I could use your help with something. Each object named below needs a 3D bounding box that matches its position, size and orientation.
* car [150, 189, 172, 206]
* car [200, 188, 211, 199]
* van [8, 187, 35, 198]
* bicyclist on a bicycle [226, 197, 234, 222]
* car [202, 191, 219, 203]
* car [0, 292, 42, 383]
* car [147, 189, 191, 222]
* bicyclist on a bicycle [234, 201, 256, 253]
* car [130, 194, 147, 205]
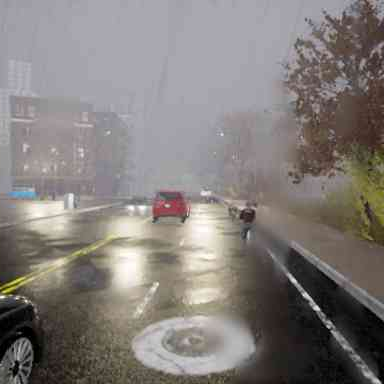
[{"bbox_3d":[-3.914,0.645,42.853,2.150,2.045,5.566,0,0,2],"label":"car"},{"bbox_3d":[2.897,0.281,68.384,2.150,2.045,5.566,0,0,-1],"label":"car"},{"bbox_3d":[-28.086,0.155,55.131,3.998,1.788,1.690,1,0,-28],"label":"van"},{"bbox_3d":[2.646,1.145,21.713,0.866,1.612,1.509,0,1,3],"label":"bicyclist on a bicycle"},{"bbox_3d":[2.842,0.940,48.652,1.895,1.301,4.718,0,1,1],"label":"car"},{"bbox_3d":[-2.847,1.461,2.066,2.128,1.511,4.902,0,1,5],"label":"car"},{"bbox_3d":[-1.352,0.911,23.124,2.150,2.045,5.566,0,1,3],"label":"car"},{"bbox_3d":[1.986,1.210,11.893,0.659,1.776,1.843,0,1,4],"label":"bicyclist on a bicycle"},{"bbox_3d":[-7.086,1.000,44.654,1.895,1.301,4.718,0,1,0],"label":"car"}]
